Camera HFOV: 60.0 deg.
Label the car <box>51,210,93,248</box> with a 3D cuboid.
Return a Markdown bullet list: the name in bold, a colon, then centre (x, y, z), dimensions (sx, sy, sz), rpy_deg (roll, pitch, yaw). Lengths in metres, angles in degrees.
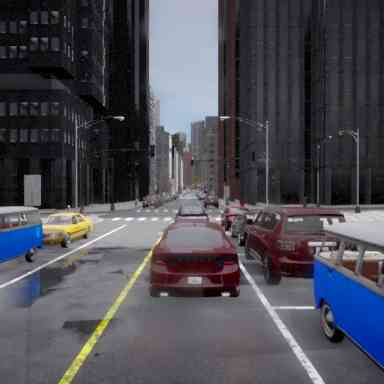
- **car**: centre (-5.775, 1.527, 14.778), dimensions (1.752, 1.417, 4.829), rpy_deg (0, 0, 0)

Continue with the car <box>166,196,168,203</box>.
- **car**: centre (-5.801, 1.602, 58.798), dimensions (1.947, 1.339, 4.313), rpy_deg (0, 0, 0)

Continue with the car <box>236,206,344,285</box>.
- **car**: centre (2.756, 1.315, 9.416), dimensions (2.192, 1.841, 5.009), rpy_deg (0, 0, 0)

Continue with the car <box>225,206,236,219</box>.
- **car**: centre (2.752, 1.552, 14.941), dimensions (2.008, 1.369, 4.403), rpy_deg (0, 0, 0)

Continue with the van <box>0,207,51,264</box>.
- **van**: centre (-5.774, 1.342, 9.423), dimensions (1.690, 1.788, 3.998), rpy_deg (0, 0, 0)

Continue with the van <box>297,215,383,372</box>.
- **van**: centre (2.760, 1.341, 3.890), dimensions (1.690, 1.788, 3.998), rpy_deg (0, 0, 0)

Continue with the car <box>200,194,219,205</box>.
- **car**: centre (2.729, 1.338, 47.508), dimensions (2.192, 1.841, 5.009), rpy_deg (0, 0, 0)

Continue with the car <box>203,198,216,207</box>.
- **car**: centre (2.727, 1.595, 53.151), dimensions (1.947, 1.339, 4.313), rpy_deg (0, 0, 0)

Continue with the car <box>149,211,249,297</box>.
- **car**: centre (0.062, 1.478, 8.605), dimensions (1.882, 1.535, 5.008), rpy_deg (0, 0, 0)

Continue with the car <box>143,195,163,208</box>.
- **car**: centre (-5.795, 1.338, 47.512), dimensions (2.192, 1.841, 5.009), rpy_deg (0, 0, 0)

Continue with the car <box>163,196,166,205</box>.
- **car**: centre (-5.799, 1.344, 53.156), dimensions (2.192, 1.841, 5.009), rpy_deg (0, 0, 0)

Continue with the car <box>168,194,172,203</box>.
- **car**: centre (-5.809, 1.622, 70.085), dimensions (1.947, 1.339, 4.313), rpy_deg (0, 0, 0)

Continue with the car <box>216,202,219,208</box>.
- **car**: centre (2.747, 1.548, 20.467), dimensions (1.887, 1.381, 4.507), rpy_deg (0, 0, 0)

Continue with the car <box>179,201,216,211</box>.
- **car**: centre (-0.009, 1.494, 19.014), dimensions (2.128, 1.511, 4.902), rpy_deg (0, 0, 0)

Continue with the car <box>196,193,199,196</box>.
- **car**: centre (2.703, 1.677, 92.659), dimensions (1.947, 1.339, 4.313), rpy_deg (0, 0, 0)

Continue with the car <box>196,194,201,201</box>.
- **car**: centre (2.706, 1.642, 87.014), dimensions (1.887, 1.381, 4.507), rpy_deg (0, 0, 0)

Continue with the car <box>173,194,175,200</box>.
- **car**: centre (-5.816, 1.627, 81.371), dimensions (1.887, 1.381, 4.507), rpy_deg (0, 0, 0)
